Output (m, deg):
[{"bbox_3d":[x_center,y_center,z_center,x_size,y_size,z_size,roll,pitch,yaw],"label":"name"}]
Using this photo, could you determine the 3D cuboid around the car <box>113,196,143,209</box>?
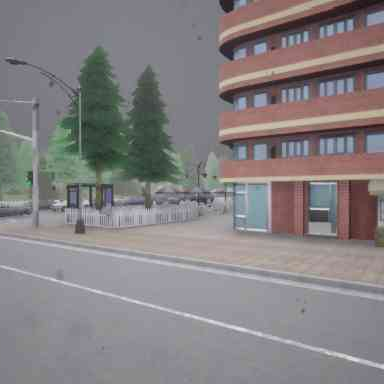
[{"bbox_3d":[-8.243,1.297,44.844,2.097,1.767,4.553,0,0,38],"label":"car"}]

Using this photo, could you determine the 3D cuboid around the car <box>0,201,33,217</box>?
[{"bbox_3d":[-15.949,1.545,27.847,1.895,1.301,4.718,0,0,35],"label":"car"}]

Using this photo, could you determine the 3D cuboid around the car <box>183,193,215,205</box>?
[{"bbox_3d":[1.059,1.166,45.253,2.150,2.045,5.566,0,0,40],"label":"car"}]

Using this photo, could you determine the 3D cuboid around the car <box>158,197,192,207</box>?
[{"bbox_3d":[-2.565,1.492,51.949,5.357,1.411,2.033,0,0,-45],"label":"car"}]

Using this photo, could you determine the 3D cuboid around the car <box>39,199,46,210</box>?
[{"bbox_3d":[-17.492,1.508,38.101,1.994,1.385,4.181,0,0,36],"label":"car"}]

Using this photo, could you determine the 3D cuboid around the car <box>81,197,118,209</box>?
[{"bbox_3d":[-12.467,1.470,45.076,1.812,1.442,4.674,0,0,37],"label":"car"}]

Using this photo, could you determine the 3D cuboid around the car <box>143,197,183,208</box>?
[{"bbox_3d":[-3.830,1.449,44.751,1.837,1.490,4.892,0,0,38],"label":"car"}]

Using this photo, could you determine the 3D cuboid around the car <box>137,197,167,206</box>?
[{"bbox_3d":[-6.322,1.470,52.743,1.812,1.442,4.674,0,0,42],"label":"car"}]

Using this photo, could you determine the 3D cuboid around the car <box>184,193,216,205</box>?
[{"bbox_3d":[1.543,1.166,59.692,5.566,2.045,2.150,0,0,-34],"label":"car"}]

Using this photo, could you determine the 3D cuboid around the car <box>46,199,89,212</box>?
[{"bbox_3d":[-13.574,1.470,37.588,1.812,1.442,4.674,0,0,36],"label":"car"}]
